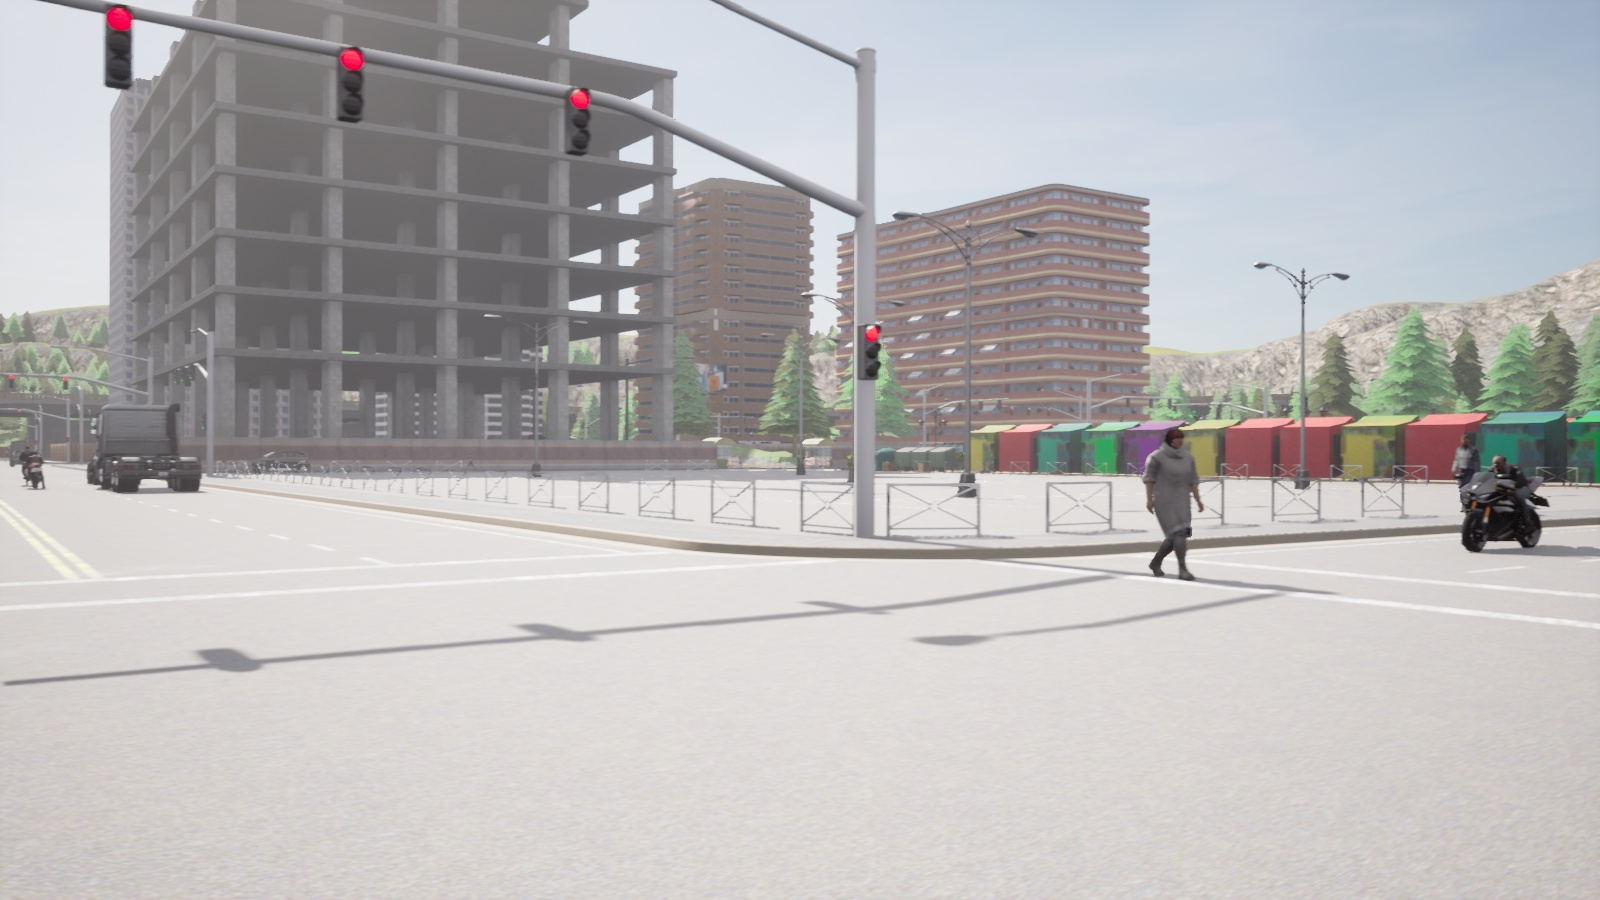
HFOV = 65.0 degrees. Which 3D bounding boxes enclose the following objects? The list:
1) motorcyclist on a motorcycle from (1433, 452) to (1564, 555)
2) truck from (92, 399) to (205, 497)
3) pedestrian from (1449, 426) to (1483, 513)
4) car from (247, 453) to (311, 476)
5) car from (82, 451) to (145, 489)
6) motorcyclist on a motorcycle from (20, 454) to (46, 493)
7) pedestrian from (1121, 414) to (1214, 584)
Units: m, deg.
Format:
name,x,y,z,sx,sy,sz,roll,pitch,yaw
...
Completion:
name,x,y,z,sx,sy,sz,roll,pitch,yaw
motorcyclist on a motorcycle,10.924,0.805,19.612,2.191,1.530,0.866,1,-1,-33
truck,-25.246,-0.064,48.452,2.891,3.462,7.936,0,0,-34
pedestrian,15.146,0.441,28.558,0.788,1.949,0.423,0,0,-41
car,-34.849,0.947,84.041,3.705,1.549,1.789,0,0,-35
car,-31.534,0.883,57.613,2.033,1.649,4.856,0,0,-34
motorcyclist on a motorcycle,-30.480,0.914,49.893,0.797,1.523,2.044,0,0,-34
pedestrian,4.371,0.566,14.975,0.659,1.952,0.873,0,0,-22
